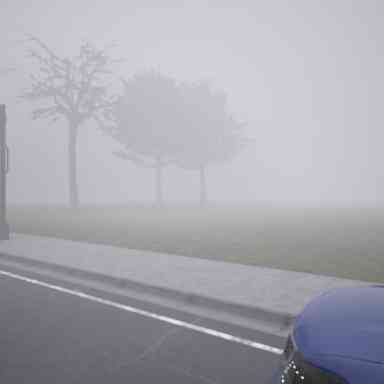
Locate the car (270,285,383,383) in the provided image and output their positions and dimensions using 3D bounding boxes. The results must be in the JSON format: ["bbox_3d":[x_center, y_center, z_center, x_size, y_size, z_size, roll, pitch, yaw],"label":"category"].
[{"bbox_3d":[3.135,1.222,1.448,5.566,2.045,2.150,0,0,35],"label":"car"}]
